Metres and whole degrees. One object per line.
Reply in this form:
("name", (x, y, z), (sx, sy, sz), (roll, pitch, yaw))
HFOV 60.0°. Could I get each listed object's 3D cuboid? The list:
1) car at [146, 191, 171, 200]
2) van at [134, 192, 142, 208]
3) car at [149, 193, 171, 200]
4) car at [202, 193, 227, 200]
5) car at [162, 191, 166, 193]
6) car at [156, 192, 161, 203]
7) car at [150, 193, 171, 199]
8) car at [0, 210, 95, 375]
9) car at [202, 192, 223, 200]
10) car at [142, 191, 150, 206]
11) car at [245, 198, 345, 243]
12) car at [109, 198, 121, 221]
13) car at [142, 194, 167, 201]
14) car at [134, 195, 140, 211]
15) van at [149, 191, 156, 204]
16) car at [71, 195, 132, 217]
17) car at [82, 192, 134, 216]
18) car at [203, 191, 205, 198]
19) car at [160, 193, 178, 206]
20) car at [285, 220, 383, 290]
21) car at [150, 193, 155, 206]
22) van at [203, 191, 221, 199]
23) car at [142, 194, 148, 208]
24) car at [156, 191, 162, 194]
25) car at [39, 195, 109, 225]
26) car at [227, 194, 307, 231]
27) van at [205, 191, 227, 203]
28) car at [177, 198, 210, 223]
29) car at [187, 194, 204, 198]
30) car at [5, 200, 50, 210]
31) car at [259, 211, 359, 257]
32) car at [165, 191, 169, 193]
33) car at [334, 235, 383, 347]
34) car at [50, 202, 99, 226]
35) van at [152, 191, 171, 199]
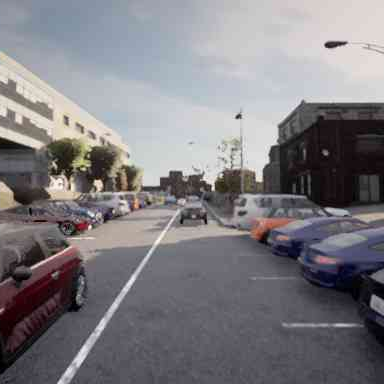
("car", (-7.567, 0.768, 75.703), (5.566, 2.045, 2.435), (0, 0, 0))
("van", (-7.743, 1.048, 33.800), (4.442, 1.987, 1.878), (0, 0, 0))
("car", (-7.593, 1.006, 78.439), (5.008, 1.535, 2.097), (0, 0, 0))
("car", (4.918, 1.032, 73.041), (5.366, 1.575, 1.946), (0, 0, 0))
("car", (-7.793, 1.118, 58.943), (5.366, 1.575, 1.946), (0, 0, 0))
("car", (-7.608, 1.173, 50.563), (4.892, 1.521, 2.231), (0, 0, 0))
("car", (-7.621, 1.039, 81.271), (4.792, 1.488, 2.163), (0, 0, 0))
("car", (-3.096, 1.323, 4.588), (2.097, 1.767, 4.553), (0, 0, 0))
("car", (4.703, 0.891, 75.959), (4.553, 1.767, 2.185), (0, 0, 0))
("car", (-7.652, 1.114, 39.386), (4.553, 1.767, 2.185), (0, 0, 0))
("car", (4.658, 1.273, 13.167), (4.553, 1.767, 2.185), (0, 0, 0))
("car", (-7.663, 1.371, 22.627), (4.792, 1.488, 2.163), (0, 0, 0))
("car", (-7.631, 1.099, 67.324), (4.792, 1.488, 2.163), (0, 0, 0))
("car", (-7.656, 1.320, 31.006), (4.792, 1.488, 2.163), (0, 0, 0))
("van", (-7.501, 0.980, 44.974), (4.442, 1.987, 1.878), (0, 0, 0))
("car", (-7.599, 1.182, 28.213), (4.553, 1.767, 2.185), (0, 0, 0))
("car", (-7.659, 1.073, 25.418), (5.566, 2.045, 2.435), (0, 0, 0))
("car", (4.751, 0.868, 59.210), (5.566, 2.045, 2.435), (0, 0, 0))
("car", (-3.044, 1.234, 47.775), (1.812, 1.442, 4.674), (0, 0, 0))
("car", (4.682, 1.476, 7.167), (4.674, 1.452, 2.002), (0, 0, 0))
("car", (-7.615, 1.223, 42.057), (5.008, 1.535, 2.097), (0, 0, 0))
("van", (4.855, 0.785, 81.525), (4.442, 1.987, 1.878), (0, 0, 0))
("car", (-7.621, 1.297, 36.595), (4.674, 1.452, 2.002), (0, 0, 0))
("car", (-7.580, 1.029, 53.354), (4.553, 1.767, 2.185), (0, 0, 0))
("car", (-7.667, 1.233, 19.833), (4.553, 1.767, 2.185), (0, 0, 0))
("car", (4.720, 1.131, 15.979), (5.566, 2.045, 2.435), (0, 0, 0))
("van", (4.837, 0.910, 56.419), (4.442, 1.987, 1.878), (0, 0, 0))
("car", (0.123, 1.382, 23.620), (1.812, 1.442, 4.674), (0, 0, 0))
("car", (0.130, 1.227, 41.076), (1.882, 1.535, 5.008), (0, 0, 0))
("car", (-7.673, 1.285, 11.327), (4.553, 1.767, 2.185), (0, 0, 0))
("car", (4.685, 1.457, 10.230), (4.674, 1.452, 2.002), (0, 0, 0))
("car", (-7.789, 1.084, 64.531), (5.366, 1.575, 1.946), (0, 0, 0))
("car", (4.712, 1.483, 4.228), (4.792, 1.488, 2.163), (0, 0, 0))
("car", (-7.607, 1.405, 17.038), (4.792, 1.488, 2.163), (0, 0, 0))
("van", (-7.707, 0.809, 84.060), (4.442, 1.987, 1.878), (0, 0, 0))
